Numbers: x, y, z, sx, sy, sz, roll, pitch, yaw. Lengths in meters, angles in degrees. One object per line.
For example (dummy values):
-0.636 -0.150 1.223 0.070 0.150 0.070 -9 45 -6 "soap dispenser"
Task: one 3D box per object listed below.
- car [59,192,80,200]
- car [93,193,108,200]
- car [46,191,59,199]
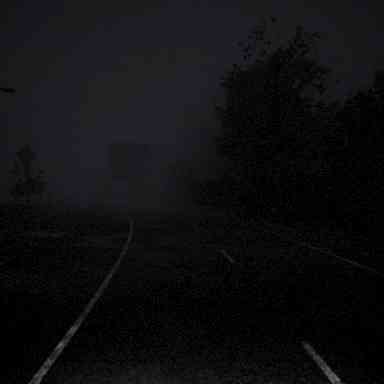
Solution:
-28.201 1.011 76.479 1.882 1.535 5.008 -4 3 -41 "car"
-19.529 0.952 70.990 1.837 1.490 4.892 -3 2 -36 "car"
-35.253 0.650 84.162 4.553 1.767 2.097 3 5 44 "car"
